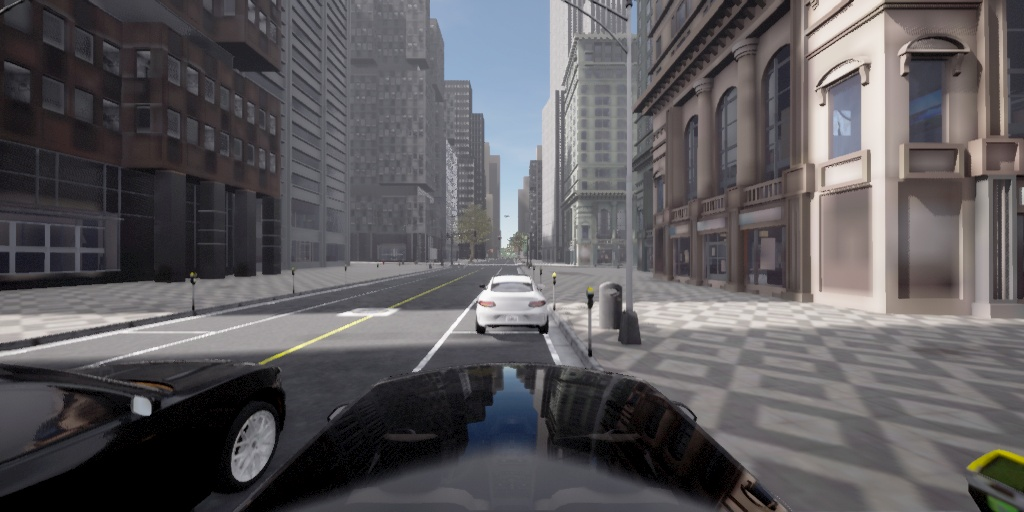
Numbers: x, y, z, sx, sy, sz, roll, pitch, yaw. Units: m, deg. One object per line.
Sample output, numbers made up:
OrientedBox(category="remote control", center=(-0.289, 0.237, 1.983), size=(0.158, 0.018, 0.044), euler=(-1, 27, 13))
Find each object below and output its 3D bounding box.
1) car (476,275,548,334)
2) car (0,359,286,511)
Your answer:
OrientedBox(category="car", center=(0.003, 1.266, 10.500), size=(1.812, 1.442, 4.674), euler=(0, 0, 0))
OrientedBox(category="car", center=(-3.145, 1.221, 1.500), size=(1.882, 1.535, 5.008), euler=(0, 0, 0))
